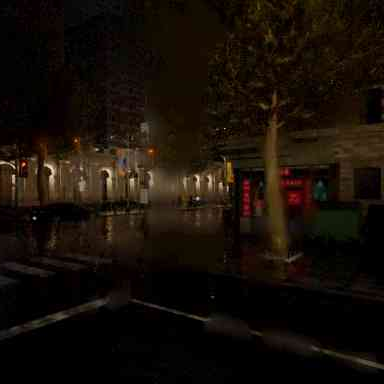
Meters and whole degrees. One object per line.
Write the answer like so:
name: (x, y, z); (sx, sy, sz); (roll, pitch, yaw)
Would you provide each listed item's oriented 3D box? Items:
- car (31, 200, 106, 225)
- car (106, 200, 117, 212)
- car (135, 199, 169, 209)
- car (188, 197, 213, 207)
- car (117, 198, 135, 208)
car: (-9.042, 1.505, 24.206); (1.837, 1.490, 4.892); (1, 1, 39)
car: (-10.694, 1.564, 35.895); (1.994, 1.385, 4.181); (0, 0, 36)
car: (-4.934, 1.564, 43.901); (1.994, 1.385, 4.181); (0, 0, 35)
car: (1.318, 1.547, 52.545); (2.033, 1.411, 5.357); (0, 0, 36)
car: (-10.235, 1.595, 47.907); (1.895, 1.301, 4.718); (0, 0, 36)
